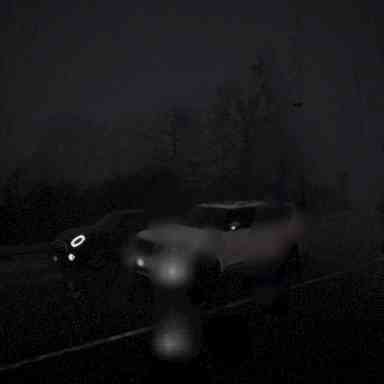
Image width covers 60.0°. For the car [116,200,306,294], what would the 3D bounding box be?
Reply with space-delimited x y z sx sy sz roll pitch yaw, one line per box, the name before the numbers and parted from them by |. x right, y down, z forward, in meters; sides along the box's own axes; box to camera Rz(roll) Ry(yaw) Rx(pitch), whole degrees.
car | 0.965 1.279 9.368 5.566 2.045 2.150 1 0 -39

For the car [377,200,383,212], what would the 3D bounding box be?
car | 25.563 1.848 44.022 1.837 1.490 4.892 0 -1 29

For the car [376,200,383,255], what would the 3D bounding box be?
car | 7.983 1.319 10.534 5.566 2.045 2.150 1 0 -42

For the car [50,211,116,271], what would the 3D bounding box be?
car | -2.296 1.406 11.288 4.553 1.767 2.097 0 0 -39
